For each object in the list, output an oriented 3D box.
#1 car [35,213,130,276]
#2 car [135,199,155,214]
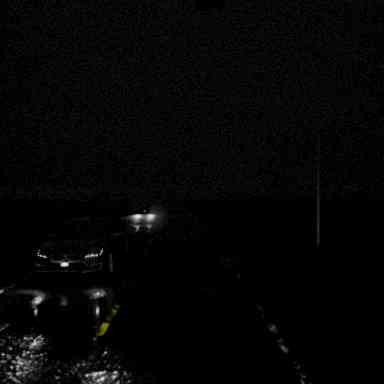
[{"bbox_3d":[-3.108,1.455,10.310,1.837,1.490,4.892,0,0,-2],"label":"car"},{"bbox_3d":[-4.744,1.409,33.891,2.033,1.411,5.357,0,0,-7],"label":"car"}]
